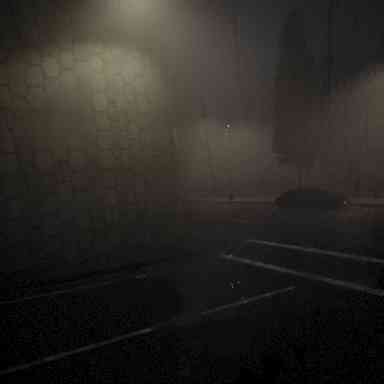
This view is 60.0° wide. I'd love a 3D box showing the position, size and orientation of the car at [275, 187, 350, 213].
[{"bbox_3d":[7.716,0.452,21.768,1.837,1.490,4.892,-7,3,-35],"label":"car"}]
